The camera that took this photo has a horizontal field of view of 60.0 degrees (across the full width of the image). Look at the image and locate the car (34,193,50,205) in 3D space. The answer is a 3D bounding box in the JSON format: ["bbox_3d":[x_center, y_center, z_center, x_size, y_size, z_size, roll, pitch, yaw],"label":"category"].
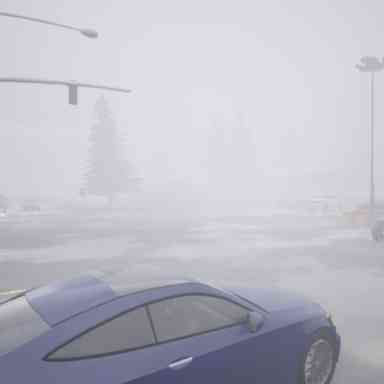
[{"bbox_3d":[-26.537,1.222,57.663,2.150,2.045,5.566,0,0,-18],"label":"car"}]

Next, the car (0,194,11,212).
[{"bbox_3d":[-22.646,1.220,38.699,2.150,2.045,5.566,0,0,-28],"label":"car"}]

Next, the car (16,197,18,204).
[{"bbox_3d":[-29.883,1.547,56.631,2.033,1.411,5.357,0,0,-18],"label":"car"}]

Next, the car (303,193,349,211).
[{"bbox_3d":[16.821,1.191,41.662,5.566,2.045,2.150,0,0,-35],"label":"car"}]

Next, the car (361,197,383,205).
[{"bbox_3d":[20.670,1.476,35.811,4.892,1.490,1.837,0,0,-35],"label":"car"}]

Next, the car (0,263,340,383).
[{"bbox_3d":[-0.375,1.527,3.496,4.674,1.442,1.812,0,0,-36],"label":"car"}]

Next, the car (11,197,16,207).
[{"bbox_3d":[-26.803,1.599,47.522,1.895,1.301,4.718,0,0,-22],"label":"car"}]

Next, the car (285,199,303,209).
[{"bbox_3d":[14.588,1.571,44.371,4.718,1.301,1.895,0,0,-35],"label":"car"}]

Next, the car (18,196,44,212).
[{"bbox_3d":[-19.289,1.547,39.755,2.033,1.411,5.357,0,0,-29],"label":"car"}]

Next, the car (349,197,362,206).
[{"bbox_3d":[25.100,1.416,47.478,4.902,1.511,2.128,-1,0,-35],"label":"car"}]

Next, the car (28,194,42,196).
[{"bbox_3d":[-23.426,1.478,48.656,1.882,1.535,5.008,0,0,-22],"label":"car"}]

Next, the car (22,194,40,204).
[{"bbox_3d":[-31.957,1.355,66.321,2.097,1.767,4.553,0,0,-11],"label":"car"}]

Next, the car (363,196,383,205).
[{"bbox_3d":[30.976,1.434,55.878,4.718,1.301,1.895,-1,0,-35],"label":"car"}]

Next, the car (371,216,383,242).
[{"bbox_3d":[9.970,1.532,15.179,4.674,1.442,1.812,0,0,-36],"label":"car"}]

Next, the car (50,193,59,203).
[{"bbox_3d":[-28.654,1.227,67.853,2.150,2.045,5.566,0,0,-11],"label":"car"}]
